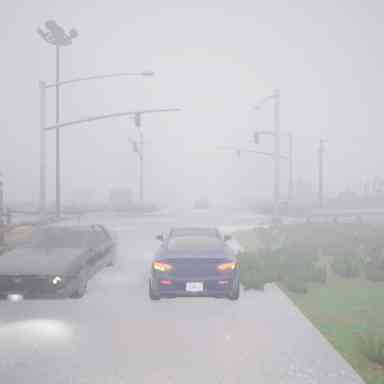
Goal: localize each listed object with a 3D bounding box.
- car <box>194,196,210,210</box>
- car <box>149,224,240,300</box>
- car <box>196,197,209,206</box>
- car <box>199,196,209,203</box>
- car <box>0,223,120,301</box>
[{"bbox_3d":[1.272,1.508,42.890,2.033,1.411,5.357,0,0,3],"label":"car"},{"bbox_3d":[0.049,1.525,8.230,1.812,1.442,4.674,0,0,0],"label":"car"},{"bbox_3d":[1.819,1.508,54.407,2.033,1.411,5.357,0,0,3],"label":"car"},{"bbox_3d":[2.620,1.506,69.547,2.033,1.411,5.357,0,0,3],"label":"car"},{"bbox_3d":[-3.242,1.546,8.743,2.033,1.411,5.357,0,0,0],"label":"car"}]
